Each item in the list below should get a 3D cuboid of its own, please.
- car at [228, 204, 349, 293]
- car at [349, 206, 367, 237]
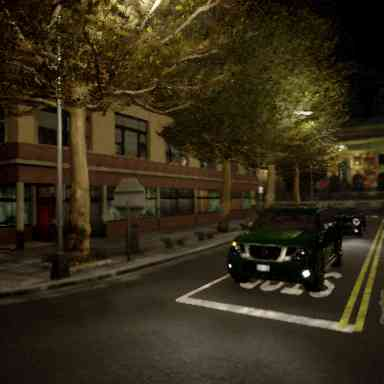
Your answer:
[{"bbox_3d":[3.057,1.398,9.924,2.150,2.045,5.566,-2,-1,32],"label":"car"},{"bbox_3d":[9.201,1.646,20.013,2.097,1.767,4.553,-2,-1,31],"label":"car"}]
